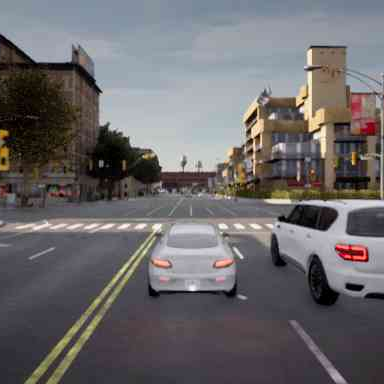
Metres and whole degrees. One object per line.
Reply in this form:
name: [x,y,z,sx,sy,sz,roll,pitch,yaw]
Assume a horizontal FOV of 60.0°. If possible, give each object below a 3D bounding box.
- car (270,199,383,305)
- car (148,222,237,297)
car: [3.506,1.177,8.120,2.150,2.045,5.566,0,0,0]
car: [0.007,1.480,8.351,1.812,1.442,4.674,0,0,0]
